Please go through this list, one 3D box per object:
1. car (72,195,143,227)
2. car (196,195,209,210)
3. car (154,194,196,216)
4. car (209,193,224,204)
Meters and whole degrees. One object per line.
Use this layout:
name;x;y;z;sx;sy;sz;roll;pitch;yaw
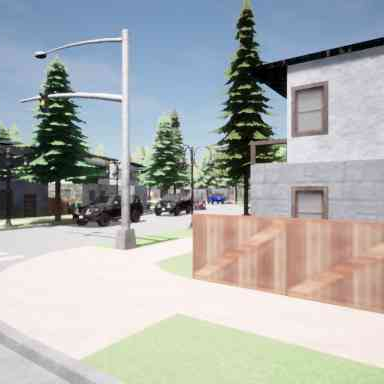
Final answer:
car;-5.618;1.201;23.083;2.150;2.045;5.566;0;0;27
car;0.535;1.331;42.058;2.097;1.767;4.553;0;0;9
car;-1.723;1.201;32.459;2.150;2.045;5.566;0;0;18
car;4.296;1.200;60.841;2.150;2.045;5.566;0;0;-9
